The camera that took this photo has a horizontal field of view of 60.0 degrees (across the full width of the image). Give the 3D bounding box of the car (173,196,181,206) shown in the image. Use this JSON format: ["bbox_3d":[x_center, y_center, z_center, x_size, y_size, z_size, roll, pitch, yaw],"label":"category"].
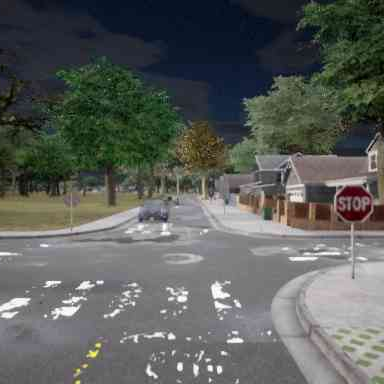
[{"bbox_3d":[-2.839,1.318,49.483,1.812,1.442,4.674,0,0,0],"label":"car"}]

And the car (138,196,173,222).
[{"bbox_3d":[-2.795,1.301,25.405,2.097,1.767,4.553,0,0,0],"label":"car"}]
